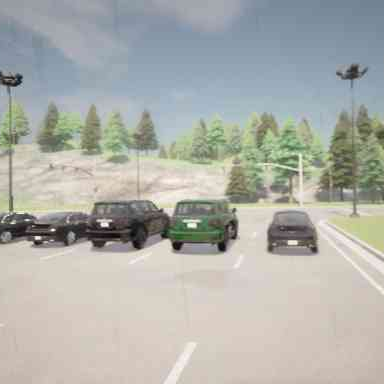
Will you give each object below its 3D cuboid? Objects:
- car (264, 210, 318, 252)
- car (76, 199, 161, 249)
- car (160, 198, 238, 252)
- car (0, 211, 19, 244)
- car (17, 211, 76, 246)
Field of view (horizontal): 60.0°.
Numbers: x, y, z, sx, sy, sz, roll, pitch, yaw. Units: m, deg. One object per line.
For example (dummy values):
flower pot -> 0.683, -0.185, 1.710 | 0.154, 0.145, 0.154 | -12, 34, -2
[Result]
car -> 4.148, 1.521, 14.029 | 1.837, 1.490, 4.892 | -1, 0, 15
car -> -2.708, 1.360, 15.510 | 2.150, 2.045, 5.566 | -1, 0, 15
car -> 0.679, 1.295, 14.628 | 2.150, 2.045, 5.566 | -1, 0, 15
car -> -9.404, 1.782, 17.535 | 1.837, 1.490, 4.892 | -1, 0, 15
car -> -6.016, 1.716, 16.657 | 1.837, 1.490, 4.892 | -1, 0, 15
